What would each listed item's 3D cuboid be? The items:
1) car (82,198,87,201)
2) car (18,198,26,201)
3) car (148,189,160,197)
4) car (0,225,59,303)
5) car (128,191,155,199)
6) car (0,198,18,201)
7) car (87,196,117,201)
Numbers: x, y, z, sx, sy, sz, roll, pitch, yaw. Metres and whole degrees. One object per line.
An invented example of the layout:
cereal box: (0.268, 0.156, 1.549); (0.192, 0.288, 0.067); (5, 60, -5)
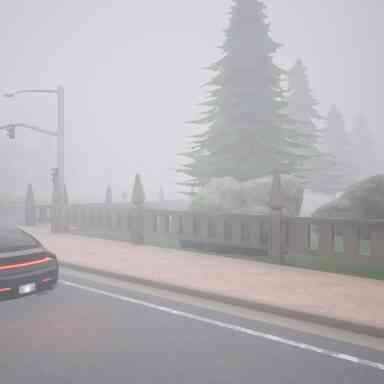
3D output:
car: (-17.249, 1.467, 57.364); (1.837, 1.490, 4.892); (0, 1, 36)
car: (-22.748, 1.547, 43.659); (2.033, 1.411, 5.357); (0, 0, 36)
car: (-8.153, 0.363, 70.013); (2.150, 2.045, 5.566); (0, 4, 35)
car: (-4.960, 1.505, 7.473); (4.892, 1.490, 1.837); (0, 0, 36)
car: (-9.837, 1.202, 61.716); (2.128, 1.511, 4.902); (0, 3, 36)
car: (-22.652, 1.562, 37.795); (1.994, 1.385, 4.181); (0, 0, 36)
car: (-13.171, 1.518, 51.030); (1.812, 1.442, 4.674); (0, 0, 35)
